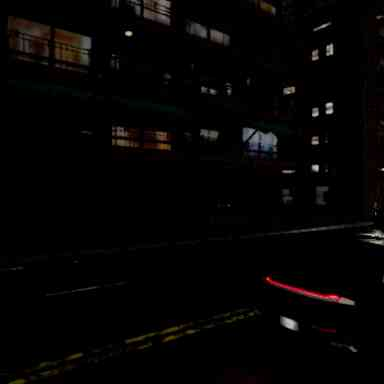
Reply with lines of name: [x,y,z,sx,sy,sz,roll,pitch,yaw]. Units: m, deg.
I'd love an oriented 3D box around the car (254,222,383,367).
car: [3.243,1.536,5.811,4.902,1.511,2.128,1,0,-36]

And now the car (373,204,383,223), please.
car: [14.497,1.404,22.577,5.566,2.045,2.150,1,0,-38]
